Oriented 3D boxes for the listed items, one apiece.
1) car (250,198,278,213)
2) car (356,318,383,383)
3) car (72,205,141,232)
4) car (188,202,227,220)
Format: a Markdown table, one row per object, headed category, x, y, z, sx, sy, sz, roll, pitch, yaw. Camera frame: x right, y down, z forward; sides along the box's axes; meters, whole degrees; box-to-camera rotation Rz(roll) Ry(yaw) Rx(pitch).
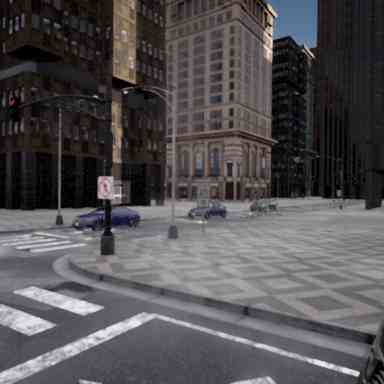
| category | x | y | z | sx | sy | sz | roll | pitch | yaw |
| --- | --- | --- | --- | --- | --- | --- | --- | --- | --- |
| car | 8.825 | 1.559 | 40.583 | 2.097 | 1.767 | 4.553 | 1 | 0 | 36 |
| car | 3.618 | 1.225 | 1.107 | 5.566 | 2.045 | 2.150 | 0 | 0 | 35 |
| car | -5.192 | 1.585 | 20.775 | 1.812 | 1.442 | 4.674 | 1 | 0 | 35 |
| car | 1.527 | 1.658 | 30.295 | 1.812 | 1.442 | 4.674 | 1 | 0 | 35 |
